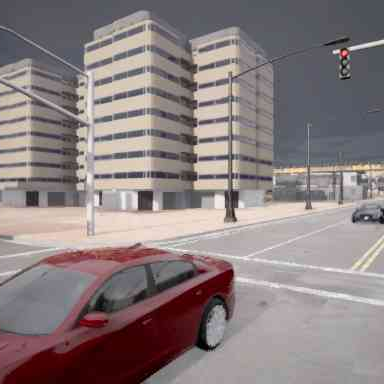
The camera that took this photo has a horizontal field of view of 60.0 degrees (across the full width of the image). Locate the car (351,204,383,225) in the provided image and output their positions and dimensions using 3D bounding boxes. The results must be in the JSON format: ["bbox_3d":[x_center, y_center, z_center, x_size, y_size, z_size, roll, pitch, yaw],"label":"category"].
[{"bbox_3d":[12.944,1.569,24.164,1.994,1.385,4.181,0,0,35],"label":"car"}]

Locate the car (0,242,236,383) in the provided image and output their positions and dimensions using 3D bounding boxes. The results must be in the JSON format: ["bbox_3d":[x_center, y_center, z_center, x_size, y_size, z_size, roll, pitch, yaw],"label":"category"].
[{"bbox_3d":[-1.251,1.487,4.101,1.882,1.535,5.008,0,0,35],"label":"car"}]
